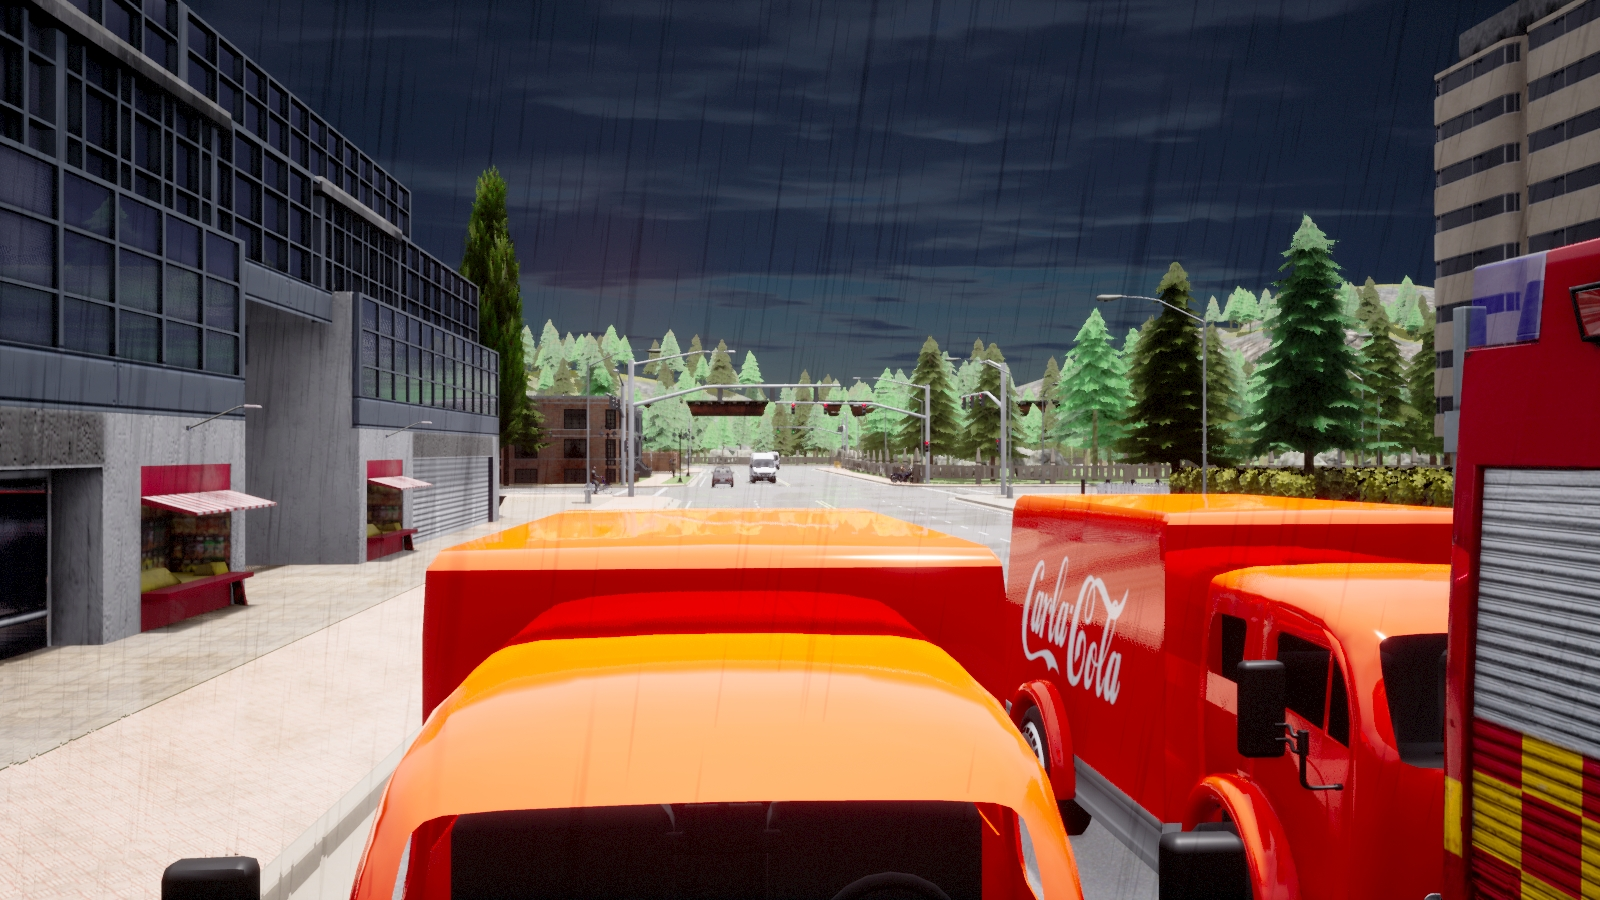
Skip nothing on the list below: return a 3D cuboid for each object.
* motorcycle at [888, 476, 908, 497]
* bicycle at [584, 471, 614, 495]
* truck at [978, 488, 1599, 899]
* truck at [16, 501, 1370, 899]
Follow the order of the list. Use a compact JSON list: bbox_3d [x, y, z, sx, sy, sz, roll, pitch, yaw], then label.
[{"bbox_3d":[5.944,2.205,69.519,0.867,1.251,2.209,0,0,-4],"label":"motorcycle"},{"bbox_3d":[-12.531,2.060,71.198,1.835,1.471,0.329,0,0,-11],"label":"bicycle"},{"bbox_3d":[3.003,1.568,7.234,2.627,2.467,5.204,0,0,-4],"label":"truck"},{"bbox_3d":[-0.347,1.568,4.821,2.627,2.467,5.204,0,0,-4],"label":"truck"}]
